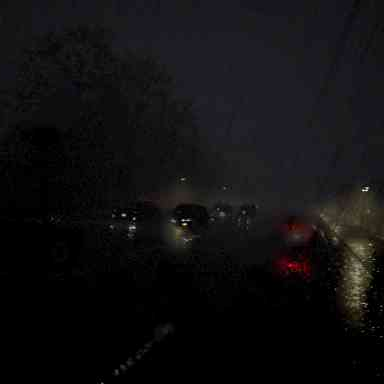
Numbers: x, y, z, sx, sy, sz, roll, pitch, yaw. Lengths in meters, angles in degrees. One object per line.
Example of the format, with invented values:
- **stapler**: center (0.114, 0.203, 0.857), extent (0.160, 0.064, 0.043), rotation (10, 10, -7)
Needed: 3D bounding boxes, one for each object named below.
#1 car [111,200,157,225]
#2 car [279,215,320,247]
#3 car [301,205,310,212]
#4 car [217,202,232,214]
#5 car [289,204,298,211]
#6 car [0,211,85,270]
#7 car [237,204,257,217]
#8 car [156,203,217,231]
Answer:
- **car**: center (-3.383, 1.247, 21.574), extent (1.994, 1.385, 4.181), rotation (6, 0, 19)
- **car**: center (6.098, 2.109, 18.970), extent (1.837, 1.490, 4.892), rotation (6, 0, 19)
- **car**: center (29.801, 4.247, 87.370), extent (2.097, 1.767, 4.553), rotation (6, 0, 19)
- **car**: center (3.838, 1.983, 42.157), extent (1.994, 1.385, 4.181), rotation (6, 0, 19)
- **car**: center (27.022, 4.184, 89.291), extent (2.128, 1.511, 4.902), rotation (6, 0, 19)
- **car**: center (-4.720, 1.137, 7.834), extent (1.895, 1.301, 4.718), rotation (6, 0, 19)
- **car**: center (6.937, 2.210, 41.192), extent (2.128, 1.511, 4.902), rotation (6, 0, 19)
- **car**: center (-0.204, 1.494, 20.846), extent (1.837, 1.490, 4.892), rotation (6, 0, 19)
